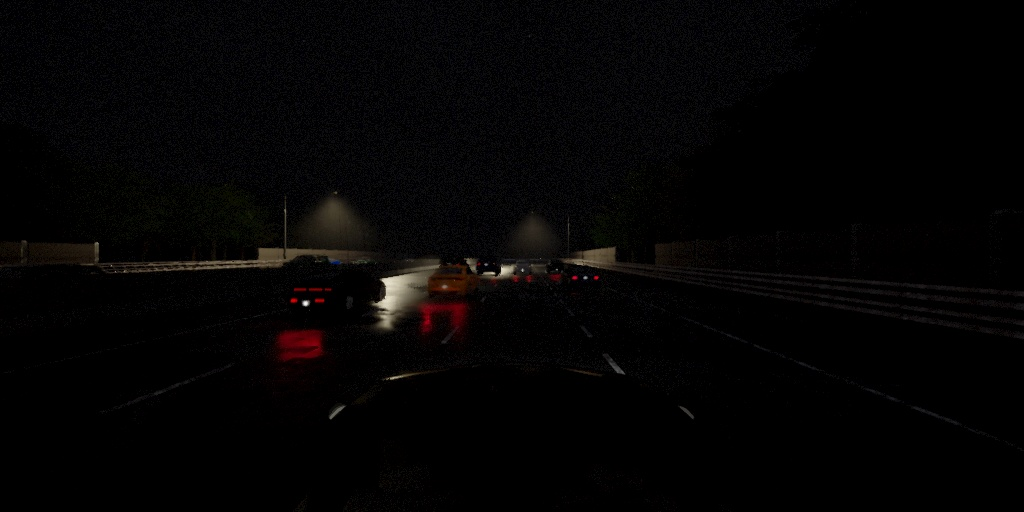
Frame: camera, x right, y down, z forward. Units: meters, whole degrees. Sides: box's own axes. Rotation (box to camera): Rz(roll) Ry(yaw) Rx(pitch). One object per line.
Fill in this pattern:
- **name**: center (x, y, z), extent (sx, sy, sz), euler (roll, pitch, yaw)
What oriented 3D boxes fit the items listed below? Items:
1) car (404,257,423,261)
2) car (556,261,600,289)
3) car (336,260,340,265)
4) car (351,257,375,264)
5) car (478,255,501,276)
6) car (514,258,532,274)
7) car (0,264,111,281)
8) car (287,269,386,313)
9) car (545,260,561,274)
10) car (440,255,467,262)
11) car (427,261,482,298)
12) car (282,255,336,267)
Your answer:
- **car**: center (-15.907, 1.152, 55.178), extent (2.033, 1.411, 5.357), euler (0, 0, 2)
- **car**: center (4.241, 1.274, 22.719), extent (2.033, 1.411, 5.357), euler (0, 0, 2)
- **car**: center (-26.536, 1.087, 51.337), extent (1.882, 1.535, 5.008), euler (0, 0, 2)
- **car**: center (-22.899, 0.955, 55.331), extent (2.097, 1.767, 4.553), euler (0, 0, 2)
- **car**: center (-2.325, 0.897, 36.269), extent (2.150, 2.045, 5.566), euler (0, 0, 2)
- **car**: center (1.161, 1.188, 38.874), extent (1.812, 1.442, 4.674), euler (0, 0, 2)
- **car**: center (-17.288, 1.098, 12.857), extent (2.097, 1.767, 4.553), euler (0, 0, 2)
- **car**: center (-6.548, 1.250, 13.943), extent (1.837, 1.490, 4.892), euler (0, 0, 2)
- **car**: center (4.807, 1.159, 40.250), extent (1.837, 1.490, 4.892), euler (0, 0, 2)
- **car**: center (-5.836, 0.898, 36.146), extent (2.150, 2.045, 5.566), euler (0, 0, 3)
- **car**: center (-2.902, 1.216, 18.374), extent (1.882, 1.535, 5.008), euler (0, 0, 2)
- **car**: center (-20.068, 0.902, 35.176), extent (2.150, 2.045, 5.566), euler (0, 0, 2)
